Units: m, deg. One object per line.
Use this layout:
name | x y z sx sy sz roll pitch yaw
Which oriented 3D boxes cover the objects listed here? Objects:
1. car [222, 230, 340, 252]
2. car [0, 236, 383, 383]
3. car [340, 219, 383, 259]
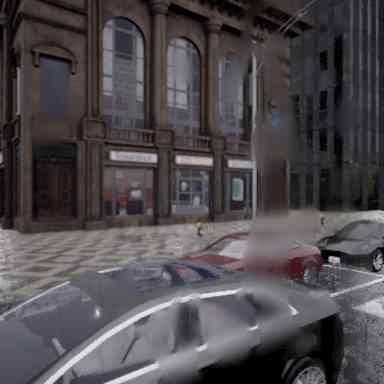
car | 1.278 1.585 7.543 4.206 1.307 1.802 0 0 -35
car | -0.613 1.492 2.941 4.902 1.511 2.128 0 0 -35
car | 5.862 1.572 10.792 4.313 1.339 1.947 0 0 -35
